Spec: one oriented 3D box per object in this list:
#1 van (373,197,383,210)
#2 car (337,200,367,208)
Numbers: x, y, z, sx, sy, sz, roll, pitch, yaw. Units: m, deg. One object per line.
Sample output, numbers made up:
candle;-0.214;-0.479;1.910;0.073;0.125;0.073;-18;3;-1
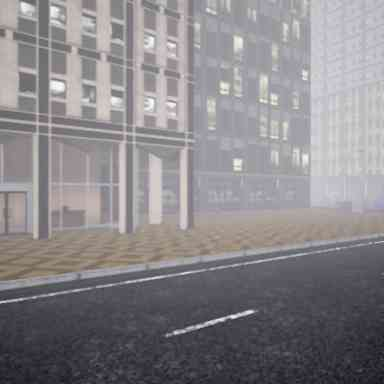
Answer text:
van;28.087;1.672;47.442;1.690;1.788;3.998;0;0;-34
car;24.907;1.851;51.977;1.887;1.381;4.507;0;0;-34
